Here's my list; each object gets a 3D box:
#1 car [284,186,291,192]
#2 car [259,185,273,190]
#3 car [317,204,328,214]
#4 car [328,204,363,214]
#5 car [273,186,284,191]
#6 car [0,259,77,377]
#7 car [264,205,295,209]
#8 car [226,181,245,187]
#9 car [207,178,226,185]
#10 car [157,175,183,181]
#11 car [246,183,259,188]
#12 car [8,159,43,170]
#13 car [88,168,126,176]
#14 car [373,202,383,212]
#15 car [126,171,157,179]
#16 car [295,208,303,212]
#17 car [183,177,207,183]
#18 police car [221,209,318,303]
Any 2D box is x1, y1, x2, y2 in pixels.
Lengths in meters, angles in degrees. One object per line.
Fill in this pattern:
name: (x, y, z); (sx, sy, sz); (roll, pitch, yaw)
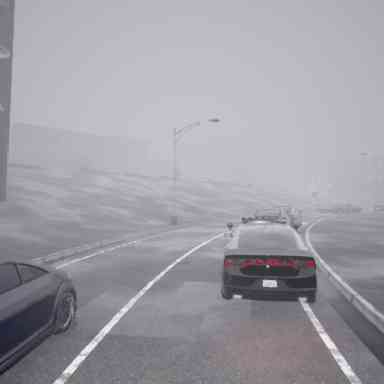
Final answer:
car: (23.034, -0.419, 84.002); (2.435, 2.045, 5.566); (-4, -6, 41)
car: (15.527, -0.836, 75.635); (2.231, 1.521, 4.892); (-4, -6, 44)
car: (19.743, 2.340, 46.762); (5.357, 1.411, 2.033); (1, -4, -40)
car: (19.689, 2.150, 42.055); (4.718, 1.301, 1.895); (1, -4, -40)
car: (19.327, -0.641, 79.795); (2.185, 1.767, 4.553); (-4, -6, 42)
car: (-3.124, 1.590, 4.130); (1.994, 1.385, 4.181); (0, 0, 6)
car: (4.225, 1.614, 17.641); (1.837, 1.490, 4.892); (-1, -1, 19)
car: (7.885, -1.375, 67.825); (4.792, 1.488, 2.163); (4, -6, -44)
car: (3.764, -1.817, 63.868); (4.553, 1.767, 2.185); (4, -6, -42)
car: (-4.461, -2.187, 56.463); (4.674, 1.452, 2.002); (3, -5, -40)
car: (11.782, -1.082, 71.722); (2.002, 1.452, 4.674); (-4, -6, 45)
car: (-21.484, -3.262, 42.553); (4.553, 1.767, 2.185); (3, -5, -39)
car: (-12.983, -2.709, 49.420); (4.892, 1.521, 2.231); (3, -5, -39)
car: (28.546, 2.276, 49.322); (4.674, 1.442, 1.812); (1, -4, -38)
car: (-8.700, -2.480, 52.895); (4.892, 1.521, 2.231); (3, -5, -39)
car: (6.396, 1.681, 22.942); (1.837, 1.490, 4.892); (-2, -1, 25)
car: (-0.300, -1.962, 60.127); (5.008, 1.535, 2.097); (4, -5, -41)
police car: (1.837, 1.453, 8.514); (1.930, 1.638, 5.238); (-1, 0, 10)
